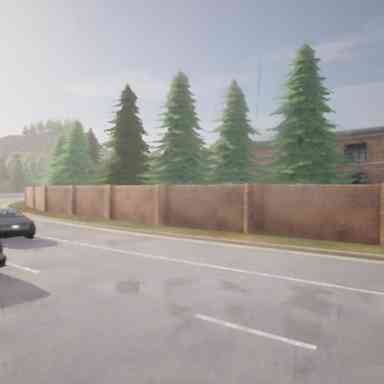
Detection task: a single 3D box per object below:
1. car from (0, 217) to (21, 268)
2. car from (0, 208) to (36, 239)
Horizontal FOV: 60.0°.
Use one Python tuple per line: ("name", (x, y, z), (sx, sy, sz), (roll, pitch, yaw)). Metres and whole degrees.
("car", (-7.118, 1.453, 9.271), (5.357, 1.411, 2.033), (1, 0, 38))
("car", (-8.974, 1.427, 15.422), (4.181, 1.385, 1.994), (1, 0, 41))
